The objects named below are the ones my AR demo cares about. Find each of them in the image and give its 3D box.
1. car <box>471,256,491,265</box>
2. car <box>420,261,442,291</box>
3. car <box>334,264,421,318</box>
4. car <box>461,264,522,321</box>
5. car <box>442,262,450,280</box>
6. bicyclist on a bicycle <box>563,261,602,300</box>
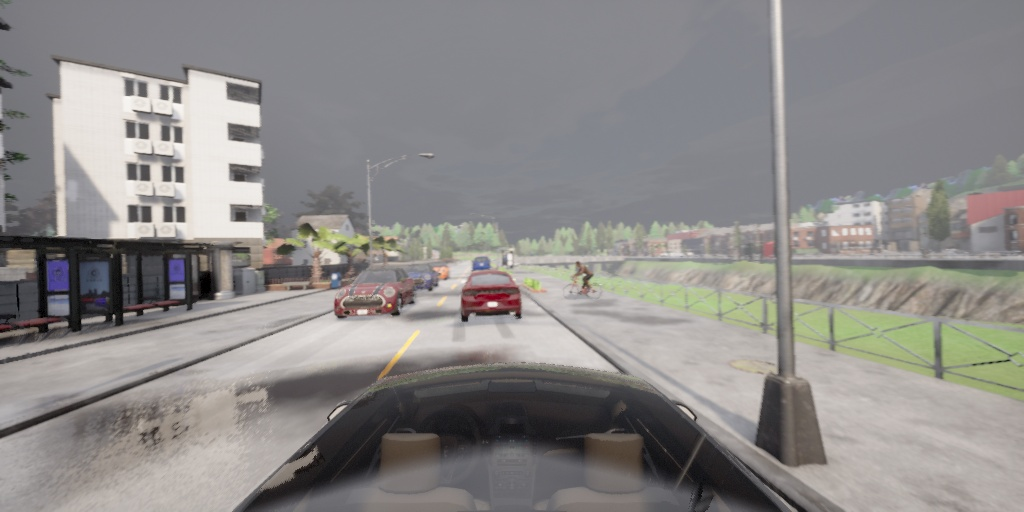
[{"bbox_3d":[-3.689,1.079,43.215,2.150,2.045,5.566,-2,0,-6],"label":"car"},{"bbox_3d":[-5.999,1.281,23.175,2.097,1.767,4.553,-2,0,-5],"label":"car"},{"bbox_3d":[-5.131,1.256,13.991,2.097,1.767,4.553,-2,0,-5],"label":"car"},{"bbox_3d":[-0.795,1.250,12.804,1.882,1.535,5.008,-2,0,-5],"label":"car"},{"bbox_3d":[-6.937,1.308,33.284,2.097,1.767,4.553,-2,0,-5],"label":"car"},{"bbox_3d":[2.873,1.008,14.688,1.656,1.620,0.582,-1,0,-5],"label":"bicyclist on a bicycle"}]
